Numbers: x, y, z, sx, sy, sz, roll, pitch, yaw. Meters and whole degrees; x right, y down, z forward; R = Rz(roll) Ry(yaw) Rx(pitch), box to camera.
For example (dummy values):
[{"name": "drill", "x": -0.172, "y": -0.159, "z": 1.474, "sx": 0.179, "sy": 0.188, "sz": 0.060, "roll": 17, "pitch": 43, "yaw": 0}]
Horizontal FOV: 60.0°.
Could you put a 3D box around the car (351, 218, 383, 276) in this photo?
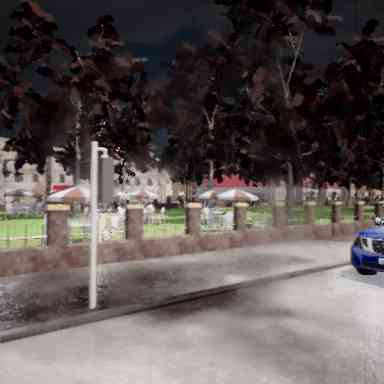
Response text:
[{"name": "car", "x": 6.930, "y": 1.347, "z": 9.691, "sx": 5.566, "sy": 2.045, "sz": 2.150, "roll": 0, "pitch": 0, "yaw": -36}]

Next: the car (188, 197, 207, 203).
[{"name": "car", "x": 1.432, "y": 1.802, "z": 61.537, "sx": 4.553, "sy": 1.767, "sz": 2.097, "roll": 1, "pitch": -1, "yaw": -36}]
